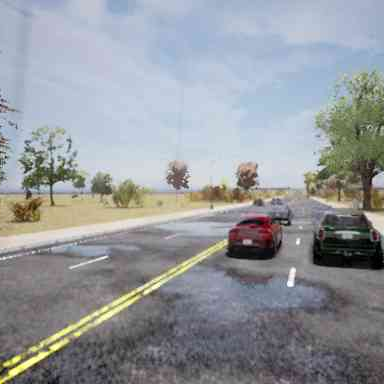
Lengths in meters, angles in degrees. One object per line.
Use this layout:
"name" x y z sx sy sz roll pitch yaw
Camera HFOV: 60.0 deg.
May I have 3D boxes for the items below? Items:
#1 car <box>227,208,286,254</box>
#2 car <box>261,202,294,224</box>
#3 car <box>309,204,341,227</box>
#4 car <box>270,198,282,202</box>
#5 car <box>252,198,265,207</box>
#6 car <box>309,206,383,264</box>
"car" 2.759 1.650 14.156 1.812 1.442 4.674 0 0 19
"car" 7.167 1.776 27.034 2.033 1.411 5.357 0 0 19
"car" 10.237 1.765 25.966 2.033 1.411 5.357 0 0 19
"car" 15.769 1.845 62.288 2.097 1.767 4.553 0 0 19
"car" 12.670 2.008 63.261 1.837 1.490 4.892 0 0 19
"car" 5.669 1.460 12.634 2.097 1.767 4.553 0 -1 19
